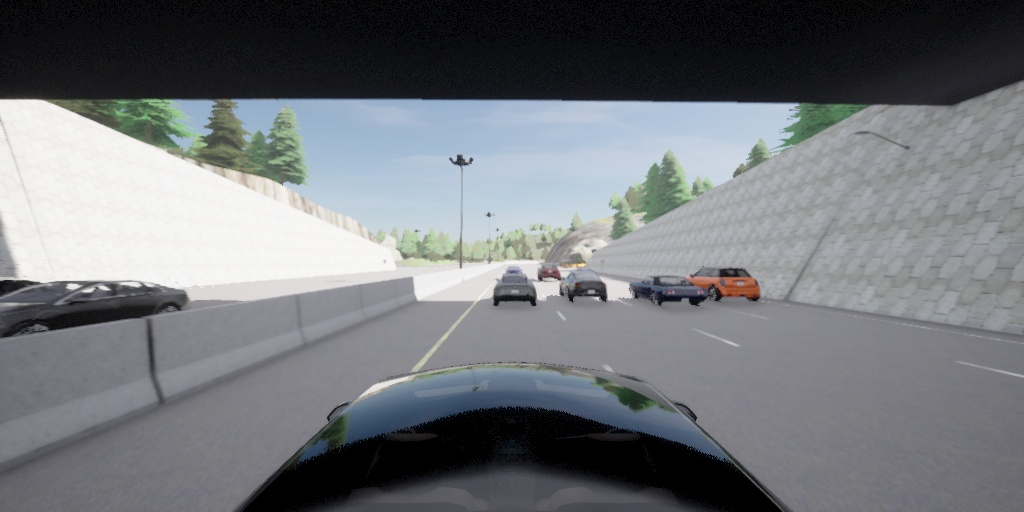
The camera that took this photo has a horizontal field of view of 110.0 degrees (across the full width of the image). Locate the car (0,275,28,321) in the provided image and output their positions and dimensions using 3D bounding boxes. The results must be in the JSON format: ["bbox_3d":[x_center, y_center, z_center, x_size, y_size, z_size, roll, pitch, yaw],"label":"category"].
[{"bbox_3d":[-17.583,1.345,9.881,1.837,1.490,4.892,0,-1,0],"label":"car"}]

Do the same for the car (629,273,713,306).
[{"bbox_3d":[7.125,1.561,16.965,1.895,1.301,4.718,0,-1,0],"label":"car"}]

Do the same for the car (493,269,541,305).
[{"bbox_3d":[0.126,1.522,17.407,1.994,1.385,4.181,0,-1,0],"label":"car"}]

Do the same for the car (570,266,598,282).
[{"bbox_3d":[7.160,1.777,36.071,1.994,1.385,4.181,0,-1,0],"label":"car"}]

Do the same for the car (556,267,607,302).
[{"bbox_3d":[3.614,1.504,18.622,1.812,1.442,4.674,0,-1,0],"label":"car"}]

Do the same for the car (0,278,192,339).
[{"bbox_3d":[-10.586,1.323,8.728,2.128,1.511,4.902,0,-1,0],"label":"car"}]

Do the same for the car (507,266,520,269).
[{"bbox_3d":[0.162,1.749,37.440,1.812,1.442,4.674,0,-1,0],"label":"car"}]

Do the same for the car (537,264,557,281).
[{"bbox_3d":[3.662,1.567,36.500,2.097,1.767,4.553,0,-1,0],"label":"car"}]

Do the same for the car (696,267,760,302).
[{"bbox_3d":[10.629,1.340,18.803,2.097,1.767,4.553,0,-1,0],"label":"car"}]

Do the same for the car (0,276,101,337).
[{"bbox_3d":[-14.085,1.337,9.027,1.837,1.490,4.892,0,-1,0],"label":"car"}]
